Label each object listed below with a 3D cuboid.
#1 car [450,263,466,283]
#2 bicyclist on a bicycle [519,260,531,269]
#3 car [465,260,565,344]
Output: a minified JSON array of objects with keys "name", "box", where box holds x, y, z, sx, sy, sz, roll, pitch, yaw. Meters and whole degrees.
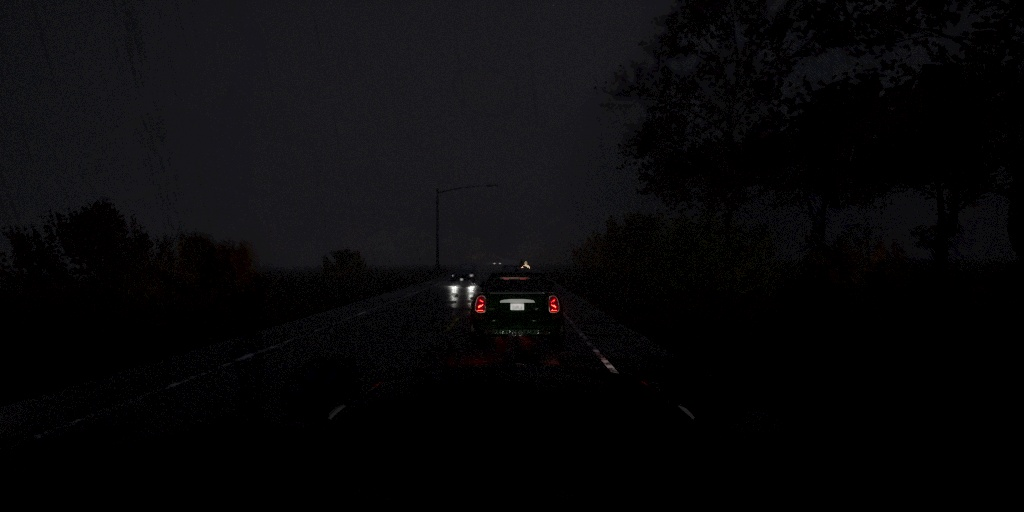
[{"name":"car","box":[-3.580,1.288,28.060,2.033,1.411,5.357,0,0,0]},{"name":"bicyclist on a bicycle","box":[0.982,1.177,25.574,0.866,1.612,1.509,0,0,1]},{"name":"car","box":[0.115,1.099,9.751,2.097,1.767,4.553,0,0,0]}]
